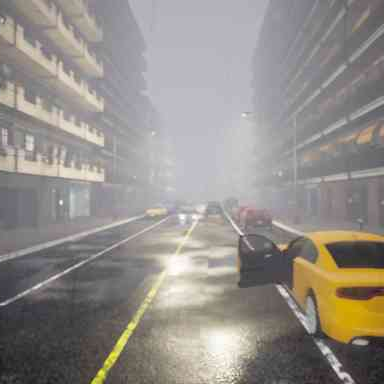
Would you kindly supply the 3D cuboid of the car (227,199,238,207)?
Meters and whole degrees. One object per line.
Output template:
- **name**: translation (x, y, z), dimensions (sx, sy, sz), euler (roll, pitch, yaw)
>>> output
- **car**: translation (4.833, 1.761, 33.372), dimensions (1.752, 1.417, 4.829), euler (-1, -1, 3)

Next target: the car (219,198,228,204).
- **car**: translation (7.925, 2.317, 84.058), dimensions (1.947, 1.339, 4.313), euler (-1, -1, 3)

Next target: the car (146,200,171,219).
- **car**: translation (-3.550, 1.877, 33.565), dimensions (1.752, 1.417, 4.829), euler (-1, -1, 3)

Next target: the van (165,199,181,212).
- **van**: translation (-2.854, 1.799, 45.038), dimensions (1.690, 1.788, 3.998), euler (-1, -1, 3)

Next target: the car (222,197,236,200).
- **car**: translation (5.853, 1.709, 50.156), dimensions (2.192, 1.841, 5.009), euler (-1, -1, 3)

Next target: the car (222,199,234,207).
- **car**: translation (6.547, 2.059, 61.456), dimensions (2.008, 1.369, 4.403), euler (-1, -1, 3)

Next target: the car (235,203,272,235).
- **car**: translation (4.135, 1.684, 21.900), dimensions (1.887, 1.381, 4.507), euler (-1, -1, 3)

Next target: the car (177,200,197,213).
- **car**: translation (-0.344, 1.998, 42.435), dimensions (1.895, 1.301, 4.718), euler (-1, -1, 4)

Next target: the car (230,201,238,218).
- **car**: translation (4.479, 1.730, 27.555), dimensions (1.887, 1.381, 4.507), euler (-1, -1, 3)

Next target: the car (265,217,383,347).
- **car**: translation (2.871, 1.497, 6.590), dimensions (1.882, 1.535, 5.008), euler (-1, -1, 3)

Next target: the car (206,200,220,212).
- **car**: translation (2.944, 1.918, 46.341), dimensions (1.812, 1.442, 4.674), euler (-1, -1, 4)

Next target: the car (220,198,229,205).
- **car**: translation (7.579, 2.128, 78.411), dimensions (1.967, 1.590, 4.097), euler (-1, -1, 3)

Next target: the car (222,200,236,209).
- **car**: translation (6.202, 2.002, 55.806), dimensions (2.008, 1.369, 4.403), euler (-1, -1, 3)

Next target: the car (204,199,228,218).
- **car**: translation (2.261, 1.769, 34.151), dimensions (2.128, 1.511, 4.902), euler (-1, -1, 4)
